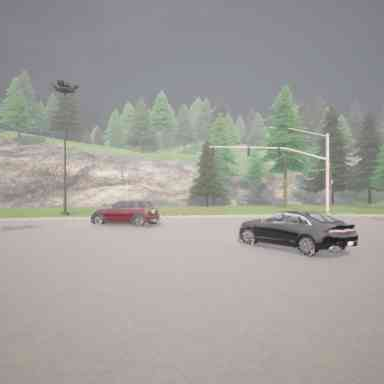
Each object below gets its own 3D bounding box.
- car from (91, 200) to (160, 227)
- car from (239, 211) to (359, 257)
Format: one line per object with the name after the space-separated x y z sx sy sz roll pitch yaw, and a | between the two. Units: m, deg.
-4.542 1.352 22.479 4.553 1.767 2.097 0 0 19 | car
3.895 1.491 13.028 2.128 1.511 4.902 0 0 -34 | car
